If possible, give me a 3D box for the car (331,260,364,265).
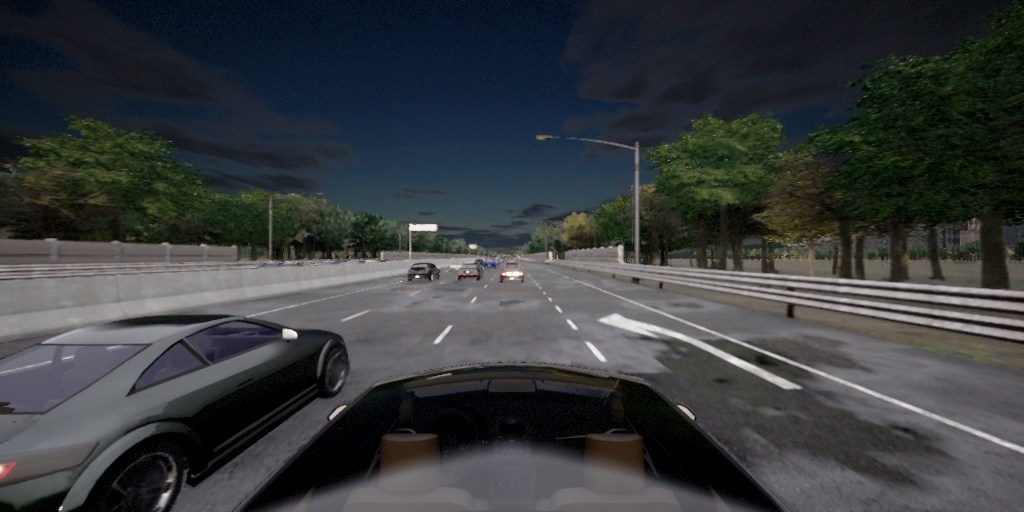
[{"bbox_3d":[-17.558,1.260,39.684,1.882,1.535,5.008,0,0,0],"label":"car"}]

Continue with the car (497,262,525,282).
[{"bbox_3d":[0.007,1.369,28.858,1.895,1.301,4.718,0,0,0],"label":"car"}]

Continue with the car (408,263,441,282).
[{"bbox_3d":[-6.990,1.277,28.912,1.837,1.490,4.892,0,0,0],"label":"car"}]

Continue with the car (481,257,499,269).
[{"bbox_3d":[-3.485,1.278,57.872,1.882,1.535,5.008,0,0,0],"label":"car"}]

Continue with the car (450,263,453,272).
[{"bbox_3d":[-6.988,1.390,47.898,1.895,1.301,4.718,0,0,0],"label":"car"}]

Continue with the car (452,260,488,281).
[{"bbox_3d":[-3.494,1.318,30.869,2.033,1.411,5.357,0,0,0],"label":"car"}]

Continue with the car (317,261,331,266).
[{"bbox_3d":[-21.037,1.333,41.514,2.033,1.411,5.357,0,0,1],"label":"car"}]

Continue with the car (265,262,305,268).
[{"bbox_3d":[-24.551,1.385,39.716,1.895,1.301,4.718,0,0,0],"label":"car"}]

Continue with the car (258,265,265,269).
[{"bbox_3d":[-28.034,1.352,42.622,1.994,1.385,4.181,0,0,1],"label":"car"}]

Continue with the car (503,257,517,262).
[{"bbox_3d":[0.015,1.272,53.848,1.882,1.535,5.008,0,0,0],"label":"car"}]

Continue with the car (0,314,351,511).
[{"bbox_3d":[-3.498,1.316,3.882,1.994,1.385,4.181,0,0,0],"label":"car"}]
